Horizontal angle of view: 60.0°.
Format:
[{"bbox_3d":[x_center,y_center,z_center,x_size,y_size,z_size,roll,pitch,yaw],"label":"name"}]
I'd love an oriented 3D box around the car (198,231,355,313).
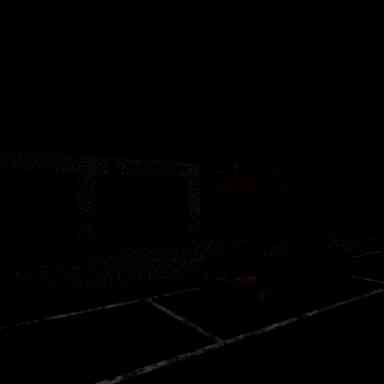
[{"bbox_3d":[2.096,1.600,7.641,4.206,1.307,1.802,0,0,-35],"label":"car"}]
